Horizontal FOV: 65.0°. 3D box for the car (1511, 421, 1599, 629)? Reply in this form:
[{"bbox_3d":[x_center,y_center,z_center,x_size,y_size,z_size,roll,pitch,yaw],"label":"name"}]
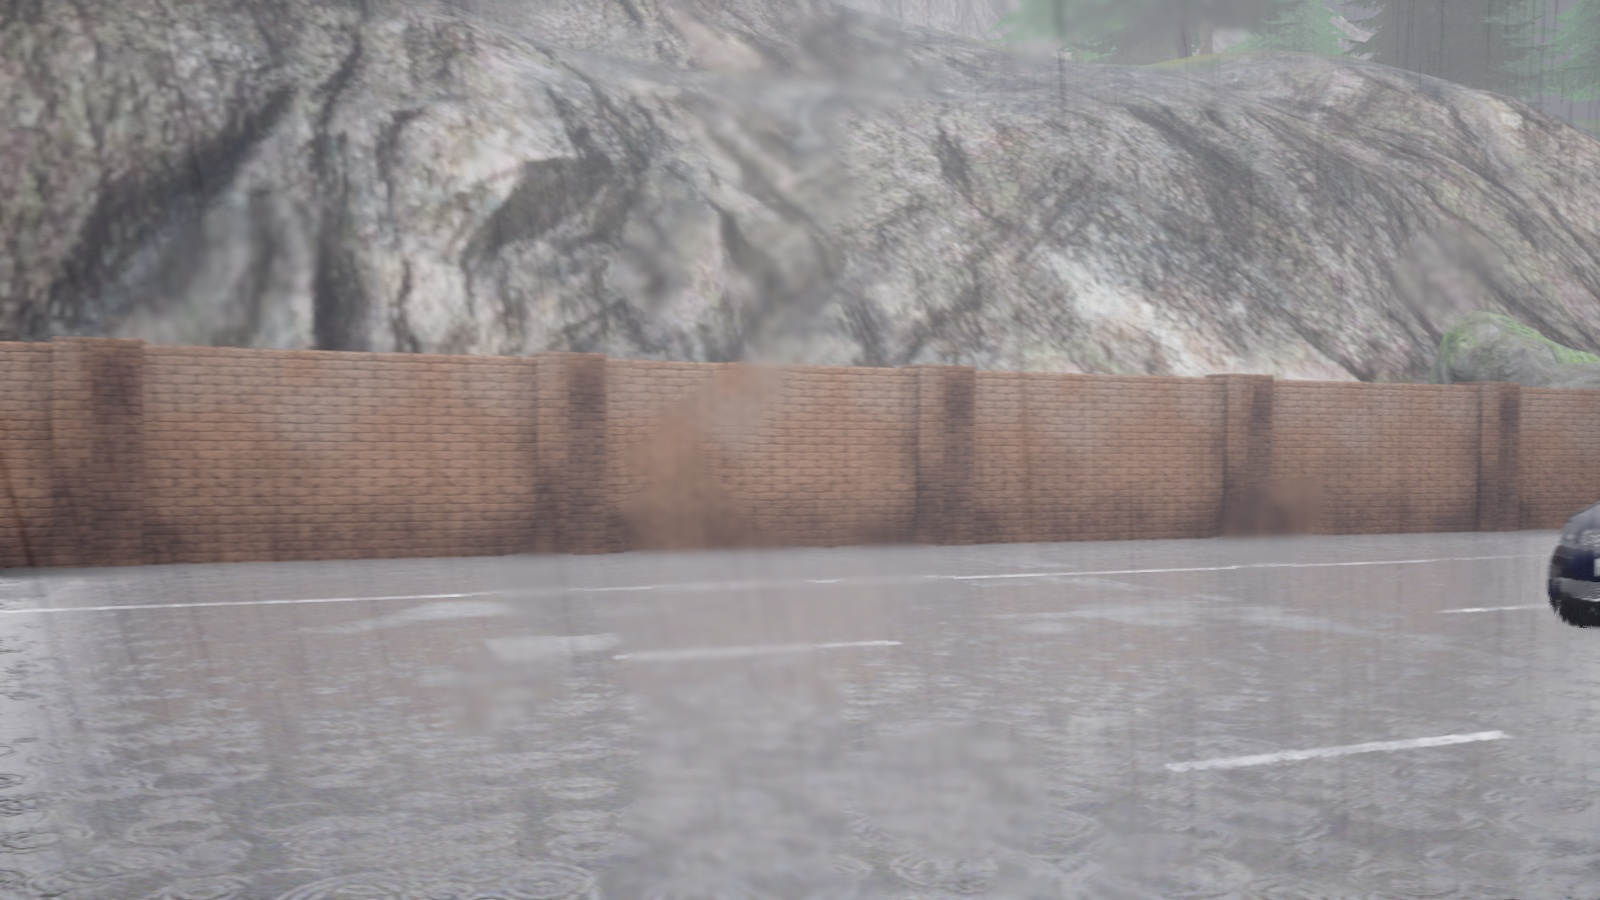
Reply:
[{"bbox_3d":[7.783,0.525,9.940,3.705,1.549,1.789,-2,1,-21],"label":"car"}]
